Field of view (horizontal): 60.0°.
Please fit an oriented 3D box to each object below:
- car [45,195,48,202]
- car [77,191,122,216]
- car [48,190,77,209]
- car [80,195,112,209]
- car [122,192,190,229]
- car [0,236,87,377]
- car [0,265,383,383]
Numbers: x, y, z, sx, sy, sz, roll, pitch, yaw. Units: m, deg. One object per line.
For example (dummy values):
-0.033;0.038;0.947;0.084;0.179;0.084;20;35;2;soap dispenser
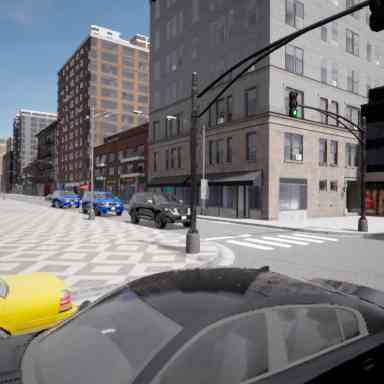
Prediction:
-24.183;1.001;57.646;1.812;1.442;4.674;1;0;-35;car
-7.980;0.960;29.212;2.150;2.045;5.566;1;0;-35;car
-14.731;0.851;38.782;2.150;2.045;5.566;1;0;-35;car
-11.493;1.166;39.713;2.128;1.511;4.902;1;0;-35;car
-2.036;1.053;20.803;2.150;2.045;5.566;1;0;-35;car
-3.945;1.525;3.938;4.829;1.417;1.752;0;1;-36;car
-0.021;1.479;2.814;5.008;1.535;1.882;0;0;-29;car
